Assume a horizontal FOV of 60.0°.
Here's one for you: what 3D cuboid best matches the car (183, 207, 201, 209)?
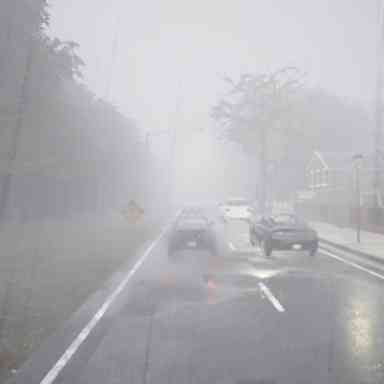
[{"bbox_3d":[0.010,1.896,28.269,1.895,1.301,4.718,0,-1,0],"label":"car"}]

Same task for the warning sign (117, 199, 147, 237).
[{"bbox_3d":[-3.066,1.294,17.061,1.300,1.860,1.060,-1,-1,0],"label":"warning sign"}]

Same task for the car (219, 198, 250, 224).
[{"bbox_3d":[3.505,1.513,27.629,2.150,2.045,5.566,0,0,0],"label":"car"}]

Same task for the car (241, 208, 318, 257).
[{"bbox_3d":[3.515,1.635,13.521,2.128,1.511,4.902,0,0,0],"label":"car"}]

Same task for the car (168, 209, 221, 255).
[{"bbox_3d":[0.019,1.671,13.906,1.812,1.442,4.674,0,0,0],"label":"car"}]
